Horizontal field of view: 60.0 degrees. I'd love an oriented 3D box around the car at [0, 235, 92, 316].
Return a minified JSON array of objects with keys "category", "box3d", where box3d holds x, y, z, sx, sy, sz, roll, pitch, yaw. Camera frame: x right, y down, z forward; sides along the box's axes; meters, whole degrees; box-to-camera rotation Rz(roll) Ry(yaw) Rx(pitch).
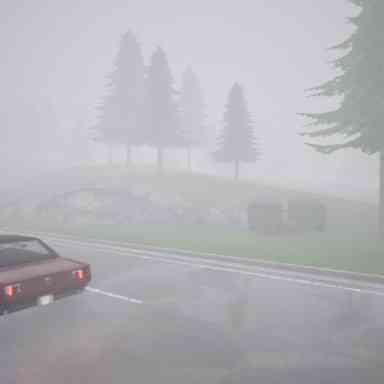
[{"category":"car","box3d":[-4.362,1.600,7.105,4.718,1.301,1.895,0,0,35]}]
